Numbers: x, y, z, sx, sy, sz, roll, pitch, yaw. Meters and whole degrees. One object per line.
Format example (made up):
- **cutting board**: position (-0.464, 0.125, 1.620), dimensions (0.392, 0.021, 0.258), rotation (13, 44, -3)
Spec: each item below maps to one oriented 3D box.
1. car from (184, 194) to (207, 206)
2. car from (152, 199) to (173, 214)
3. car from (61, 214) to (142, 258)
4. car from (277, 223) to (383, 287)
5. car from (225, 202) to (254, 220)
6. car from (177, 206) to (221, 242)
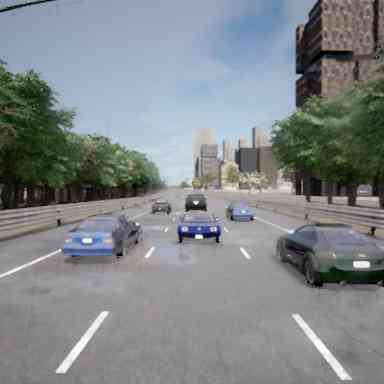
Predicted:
- **car**: position (0.381, 1.193, 34.482), dimensions (2.150, 2.045, 5.566), rotation (0, 0, 0)
- **car**: position (-3.121, 1.462, 35.111), dimensions (2.128, 1.511, 4.902), rotation (0, 0, 0)
- **car**: position (-3.202, 1.543, 12.768), dimensions (2.033, 1.411, 5.357), rotation (0, 0, 1)
- **car**: position (3.762, 1.562, 9.334), dimensions (1.994, 1.385, 4.181), rotation (0, 0, 1)
- **car**: position (3.878, 1.528, 27.476), dimensions (2.033, 1.411, 5.357), rotation (0, 0, 0)
- **car**: position (0.317, 1.594, 16.215), dimensions (1.895, 1.301, 4.718), rotation (0, 0, 0)
